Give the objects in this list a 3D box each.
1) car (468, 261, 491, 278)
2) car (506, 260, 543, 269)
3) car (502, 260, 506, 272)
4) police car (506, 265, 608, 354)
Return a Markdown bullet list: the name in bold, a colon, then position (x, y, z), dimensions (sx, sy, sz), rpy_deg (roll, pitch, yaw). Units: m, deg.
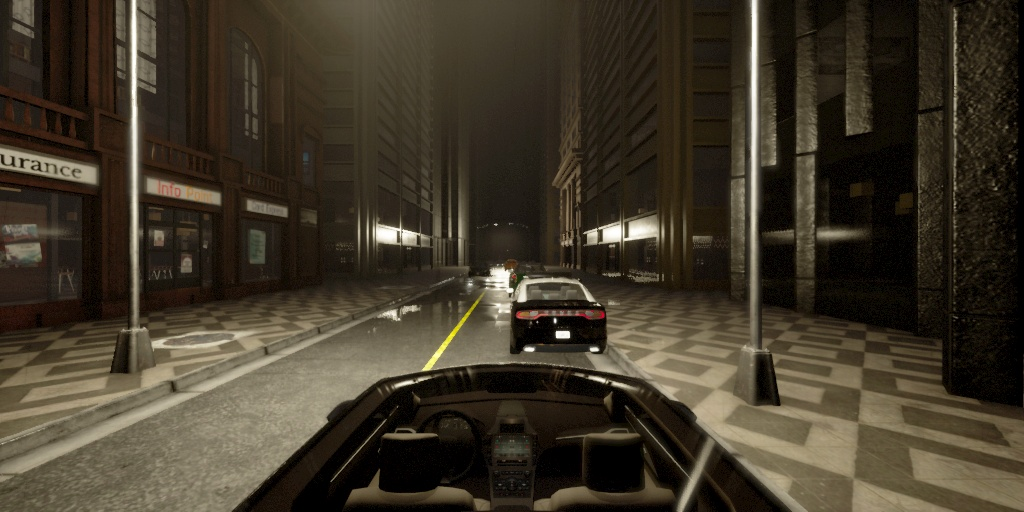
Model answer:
- **car**: position (-3.049, 1.254, 34.356), dimensions (1.882, 1.535, 5.008), rpy_deg (0, 0, 0)
- **car**: position (0.875, 1.109, 18.743), dimensions (2.097, 1.767, 4.553), rpy_deg (0, 0, 0)
- **car**: position (-0.027, 1.276, 48.210), dimensions (1.882, 1.535, 5.008), rpy_deg (0, 0, 0)
- **police car**: position (0.890, 1.177, 8.882), dimensions (1.930, 1.638, 5.238), rpy_deg (0, 0, 0)
